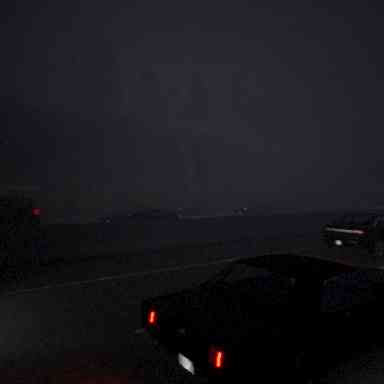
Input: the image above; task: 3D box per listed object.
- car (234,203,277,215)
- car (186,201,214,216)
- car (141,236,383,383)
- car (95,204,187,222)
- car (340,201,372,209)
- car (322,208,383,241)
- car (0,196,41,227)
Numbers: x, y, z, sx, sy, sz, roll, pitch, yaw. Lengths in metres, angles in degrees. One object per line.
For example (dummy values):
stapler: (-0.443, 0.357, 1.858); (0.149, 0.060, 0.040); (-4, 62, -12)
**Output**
car: (6.579, 1.775, 34.429); (4.718, 1.301, 1.895); (0, 0, -35)
car: (0.155, 1.663, 34.181); (4.674, 1.442, 1.812); (0, 0, -35)
car: (1.750, 1.630, 4.992); (4.718, 1.301, 1.895); (0, 0, -36)
car: (-3.087, 1.549, 18.983); (4.902, 1.511, 2.128); (0, 0, -35)
car: (19.165, 1.789, 38.827); (4.674, 1.442, 1.812); (1, 0, -34)
car: (7.144, 1.584, 13.140); (4.902, 1.511, 2.128); (0, 0, -36)
car: (-11.047, 1.230, 17.610); (5.566, 2.045, 2.150); (1, 0, -35)
